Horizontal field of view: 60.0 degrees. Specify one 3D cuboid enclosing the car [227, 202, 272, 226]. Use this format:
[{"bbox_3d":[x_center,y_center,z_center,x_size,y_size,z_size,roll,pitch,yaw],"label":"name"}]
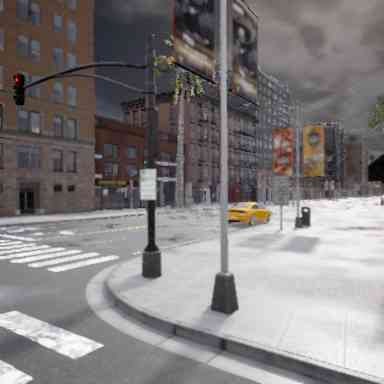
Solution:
[{"bbox_3d":[4.075,1.476,23.721,1.882,1.535,5.008,0,0,35],"label":"car"}]
